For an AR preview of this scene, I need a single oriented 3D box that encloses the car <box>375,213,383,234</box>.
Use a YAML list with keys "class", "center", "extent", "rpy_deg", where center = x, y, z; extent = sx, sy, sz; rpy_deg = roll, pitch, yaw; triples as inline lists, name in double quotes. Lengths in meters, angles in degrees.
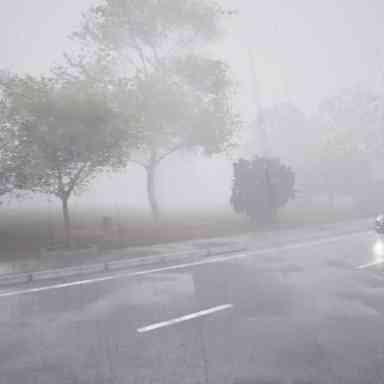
- class: "car"
  center: [11.826, 1.371, 18.130]
  extent: [4.553, 1.767, 2.097]
  rpy_deg: [0, 0, -41]
